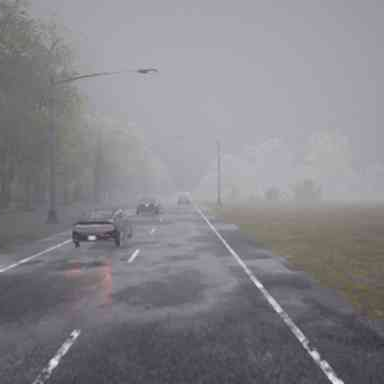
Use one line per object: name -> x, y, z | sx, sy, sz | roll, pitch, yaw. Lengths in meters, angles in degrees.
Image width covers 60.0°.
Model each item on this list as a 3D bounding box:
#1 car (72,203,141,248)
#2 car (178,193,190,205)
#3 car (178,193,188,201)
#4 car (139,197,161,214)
car -> -3.759, 1.468, 14.697 | 2.128, 1.511, 4.902 | -1, 0, -2
car -> -1.348, 1.365, 55.067 | 1.994, 1.385, 4.181 | -1, 0, -2
car -> -1.939, 1.095, 73.235 | 2.097, 1.767, 4.553 | -1, 0, -2
car -> -4.263, 1.262, 33.320 | 2.097, 1.767, 4.553 | -1, 0, -2
